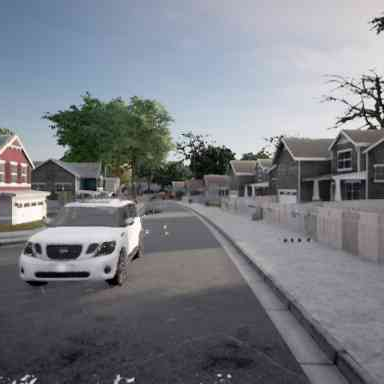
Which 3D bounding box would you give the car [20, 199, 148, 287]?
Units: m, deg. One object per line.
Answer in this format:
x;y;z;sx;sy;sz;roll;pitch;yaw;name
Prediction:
-2.779;1.259;9.758;2.150;2.045;5.566;0;0;-1;car

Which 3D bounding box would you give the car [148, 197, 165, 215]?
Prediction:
-4.039;1.673;35.945;1.837;1.490;4.892;0;0;-4;car
